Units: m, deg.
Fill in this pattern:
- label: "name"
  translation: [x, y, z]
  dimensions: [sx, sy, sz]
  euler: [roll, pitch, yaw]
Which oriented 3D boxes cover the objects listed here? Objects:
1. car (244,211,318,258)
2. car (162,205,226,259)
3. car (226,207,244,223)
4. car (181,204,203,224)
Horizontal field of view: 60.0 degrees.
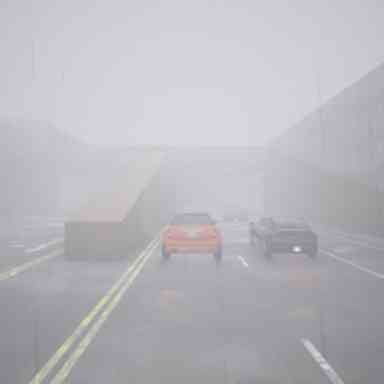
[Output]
- label: "car"
  translation: [3.521, 1.655, 13.490]
  dimensions: [1.837, 1.490, 4.892]
  euler: [0, 0, 1]
- label: "car"
  translation: [0.021, 1.498, 13.413]
  dimensions: [2.097, 1.767, 4.553]
  euler: [0, -1, 0]
- label: "car"
  translation: [3.514, 1.909, 28.238]
  dimensions: [1.895, 1.301, 4.718]
  euler: [0, -1, 0]
- label: "car"
  translation: [0.021, 1.840, 28.891]
  dimensions: [1.812, 1.442, 4.674]
  euler: [0, 0, 1]
